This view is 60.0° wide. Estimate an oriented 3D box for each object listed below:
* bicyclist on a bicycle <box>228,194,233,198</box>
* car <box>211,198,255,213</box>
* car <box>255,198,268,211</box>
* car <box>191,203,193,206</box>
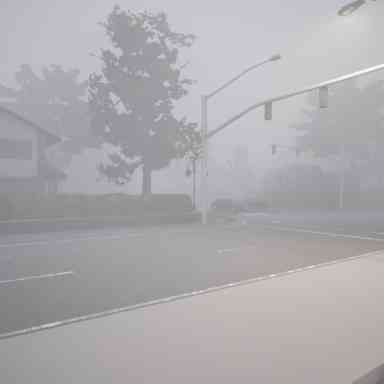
[{"bbox_3d":[5.832,1.176,51.011,1.656,1.620,0.582,0,0,-36],"label":"bicyclist on a bicycle"},{"bbox_3d":[4.055,1.416,35.722,1.837,1.490,4.892,0,0,-36],"label":"car"},{"bbox_3d":[6.577,1.396,38.531,2.128,1.511,4.902,0,0,-36],"label":"car"},{"bbox_3d":[-1.851,1.241,43.762,2.097,1.767,4.553,0,0,-36],"label":"car"}]
